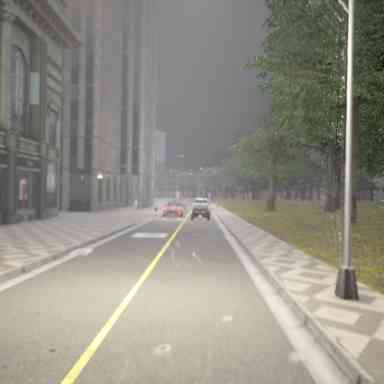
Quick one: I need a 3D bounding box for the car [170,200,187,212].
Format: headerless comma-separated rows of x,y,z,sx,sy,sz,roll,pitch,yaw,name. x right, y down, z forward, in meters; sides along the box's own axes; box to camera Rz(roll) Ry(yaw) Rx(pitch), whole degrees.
-1.799,1.878,45.569,1.882,1.535,5.008,1,-1,2,car

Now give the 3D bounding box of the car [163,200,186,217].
-2.020,1.859,37.804,2.097,1.767,4.553,1,-1,2,car

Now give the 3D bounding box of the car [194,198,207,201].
1.207,1.873,45.268,2.150,2.045,5.566,1,0,2,car

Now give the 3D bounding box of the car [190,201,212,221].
0.893,2.018,33.426,1.837,1.490,4.892,1,0,3,car
